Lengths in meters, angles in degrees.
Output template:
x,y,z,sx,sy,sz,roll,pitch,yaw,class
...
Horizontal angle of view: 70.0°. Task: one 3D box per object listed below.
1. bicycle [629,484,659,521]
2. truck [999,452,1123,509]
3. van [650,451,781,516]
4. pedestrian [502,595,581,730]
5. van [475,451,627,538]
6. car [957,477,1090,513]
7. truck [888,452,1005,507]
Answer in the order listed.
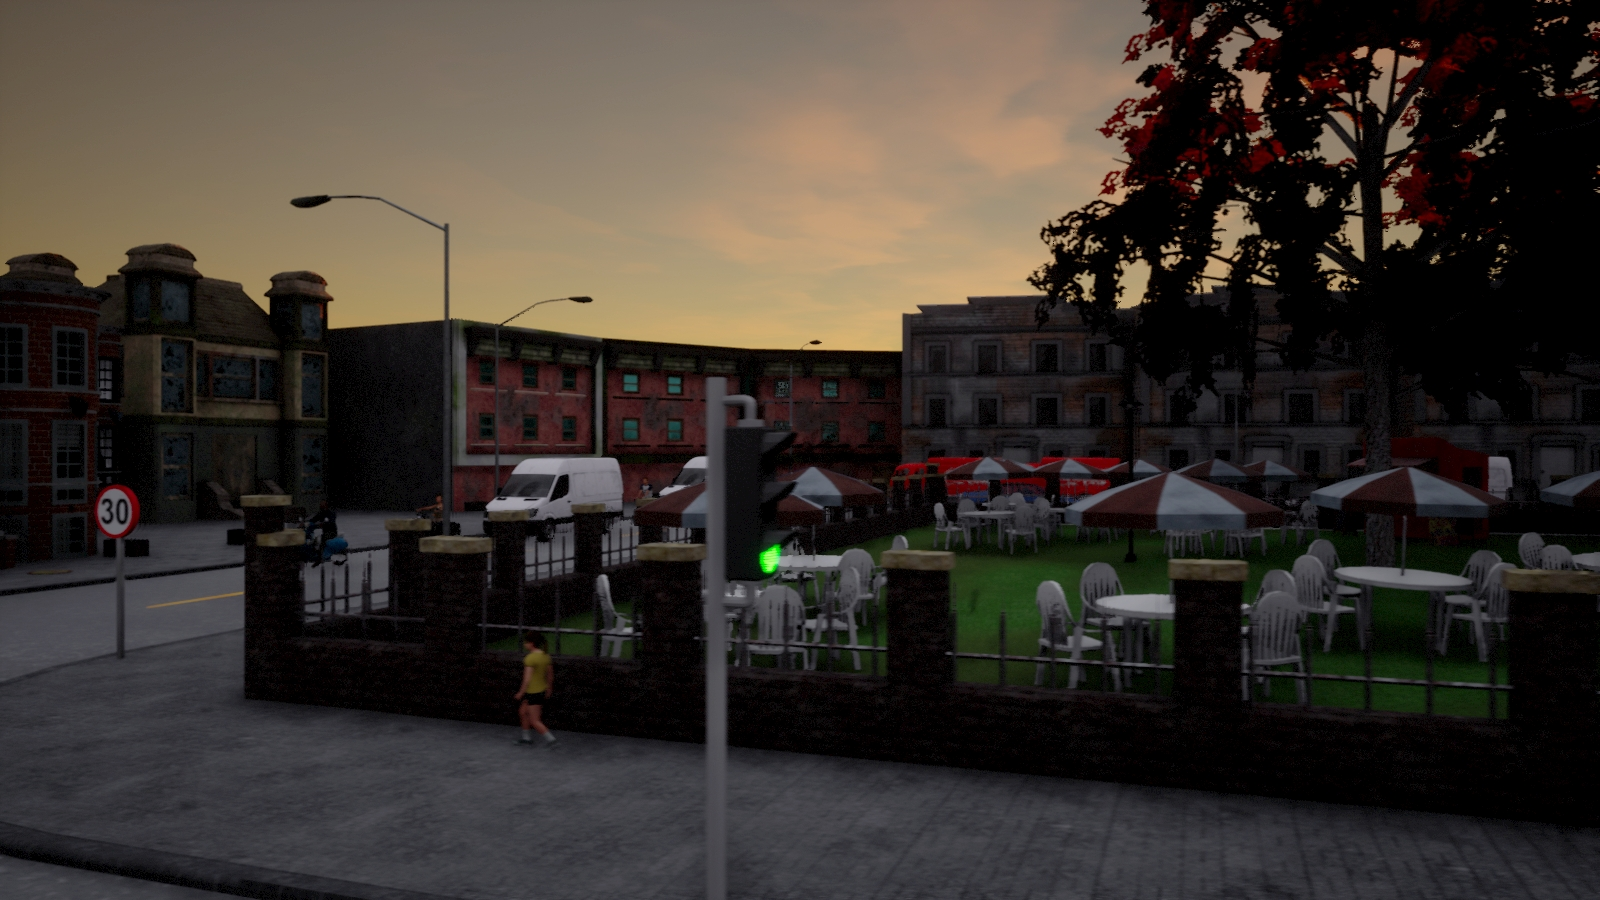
x,y,z,sx,sy,sz,roll,pitch,yaw,class
-5.783,1.939,42.387,0.373,1.296,1.643,0,0,20,bicycle
11.854,1.349,51.793,5.204,2.467,2.627,0,0,19,truck
-3.453,1.318,48.129,1.988,2.561,5.915,0,0,39,van
-2.323,1.897,10.288,0.500,1.100,0.500,0,0,20,pedestrian
-7.859,1.317,36.793,1.988,2.561,5.915,0,0,19,van
9.534,1.887,48.642,5.357,1.411,2.033,0,0,18,car
6.860,1.351,53.284,5.204,2.467,2.627,0,0,12,truck
